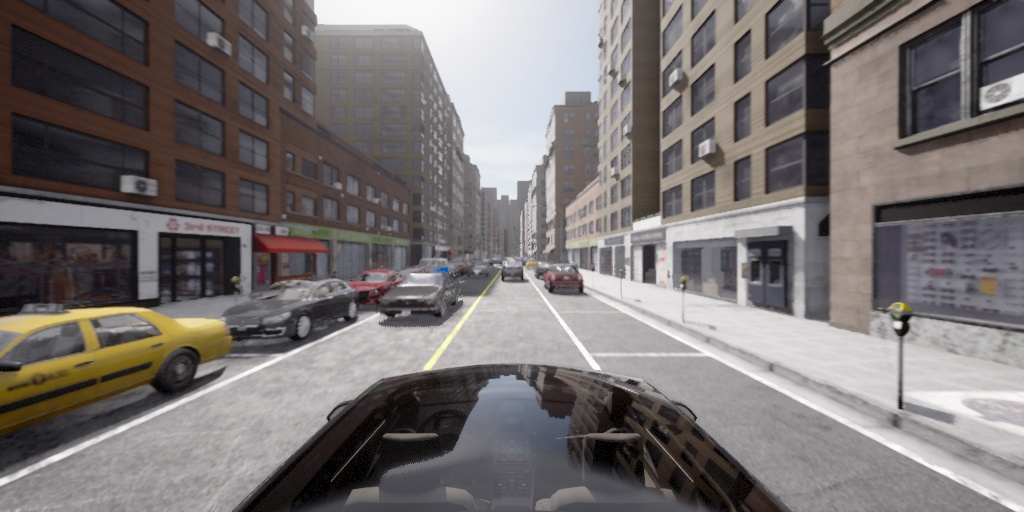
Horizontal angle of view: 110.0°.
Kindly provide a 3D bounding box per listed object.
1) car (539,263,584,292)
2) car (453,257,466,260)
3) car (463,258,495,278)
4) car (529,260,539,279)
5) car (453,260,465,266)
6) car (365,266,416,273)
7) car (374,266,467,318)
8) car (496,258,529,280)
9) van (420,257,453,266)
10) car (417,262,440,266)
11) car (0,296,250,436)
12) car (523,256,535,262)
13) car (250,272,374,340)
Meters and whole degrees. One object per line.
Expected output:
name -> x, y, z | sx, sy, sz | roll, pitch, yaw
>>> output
car -> 2.855, 1.155, 20.650 | 1.967, 1.591, 4.097 | 0, 0, 0
car -> -5.671, 1.008, 36.966 | 2.192, 1.841, 5.009 | 0, 0, 0
car -> -3.003, 1.196, 33.345 | 2.128, 1.511, 4.902 | 0, 0, 0
car -> 2.855, 1.250, 31.547 | 2.007, 1.370, 4.403 | 0, 0, 0
car -> -5.670, 1.251, 31.515 | 2.007, 1.370, 4.403 | 0, 0, 0
car -> -5.669, 1.270, 15.163 | 1.888, 1.381, 4.507 | 0, 0, 0
car -> -3.100, 1.276, 13.171 | 2.033, 1.411, 5.357 | 0, 0, 0
car -> 0.058, 1.194, 29.978 | 2.128, 1.511, 4.902 | 0, 0, 0
van -> -5.670, 1.048, 26.065 | 1.690, 1.789, 3.998 | 0, 0, 0
car -> -5.670, 1.261, 20.614 | 1.888, 1.381, 4.507 | 0, 0, 0
car -> -5.669, 1.271, 4.092 | 1.751, 1.417, 4.829 | 0, 0, 0
car -> 2.996, 1.132, 53.320 | 1.801, 1.575, 5.366 | 0, 0, 0
car -> -5.669, 1.285, 9.712 | 2.007, 1.370, 4.403 | 0, 0, 0
